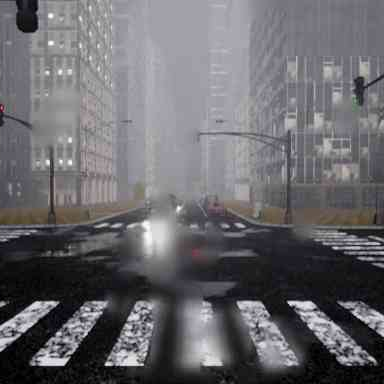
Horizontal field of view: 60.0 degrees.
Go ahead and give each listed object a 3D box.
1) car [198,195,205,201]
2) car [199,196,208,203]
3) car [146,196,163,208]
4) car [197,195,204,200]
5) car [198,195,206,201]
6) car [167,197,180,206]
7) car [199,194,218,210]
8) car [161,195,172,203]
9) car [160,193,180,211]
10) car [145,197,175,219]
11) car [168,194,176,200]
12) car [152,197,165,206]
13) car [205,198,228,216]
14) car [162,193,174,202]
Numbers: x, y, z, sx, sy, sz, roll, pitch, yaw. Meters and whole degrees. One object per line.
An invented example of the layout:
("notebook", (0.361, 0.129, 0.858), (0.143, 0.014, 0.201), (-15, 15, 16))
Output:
("car", (2.391, 1.468, 87.539), (1.752, 1.417, 4.829), (-1, 0, 0))
("car", (2.422, 1.503, 70.795), (1.887, 1.381, 4.507), (-1, 0, 0))
("car", (-5.418, 1.416, 48.657), (1.967, 1.590, 4.097), (-1, 0, 0))
("car", (2.381, 1.482, 92.893), (1.887, 1.381, 4.507), (-1, 0, 0))
("car", (2.402, 1.530, 81.844), (1.802, 1.307, 4.206), (-1, 0, 0))
("car", (-2.932, 1.573, 53.668), (1.895, 1.301, 4.718), (0, 0, 0))
("car", (2.458, 1.294, 43.172), (2.192, 1.841, 5.009), (-1, 0, 0))
("car", (-5.459, 1.398, 70.755), (1.967, 1.590, 4.097), (-1, 0, 0))
("car", (-2.924, 1.203, 40.079), (2.150, 2.045, 5.566), (0, 0, 0))
("car", (-2.908, 1.478, 28.787), (2.128, 1.511, 4.902), (0, 0, 0))
("car", (-5.501, 1.378, 92.853), (1.967, 1.590, 4.097), (-1, 0, 0))
("car", (-5.427, 1.553, 54.182), (1.802, 1.307, 4.206), (-1, 0, 0))
("car", (2.462, 1.567, 32.123), (1.802, 1.307, 4.206), (-1, 0, 0))
("car", (-5.471, 1.268, 76.280), (2.192, 1.841, 5.009), (-1, 0, 0))
